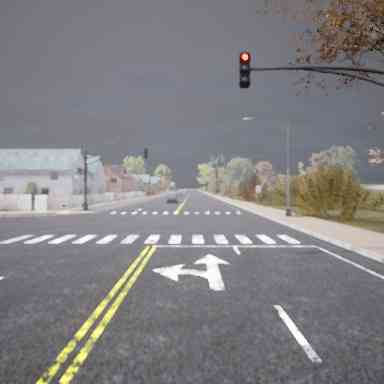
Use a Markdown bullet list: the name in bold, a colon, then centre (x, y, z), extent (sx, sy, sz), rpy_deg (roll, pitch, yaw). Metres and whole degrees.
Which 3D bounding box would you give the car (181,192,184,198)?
- **car**: centre (-3.026, 0.781, 85.302), extent (1.837, 1.490, 4.892), rpy_deg (0, 0, 0)

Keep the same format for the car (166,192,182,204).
- **car**: centre (-3.112, 1.182, 52.929), extent (2.033, 1.411, 5.357), rpy_deg (0, 1, 0)
